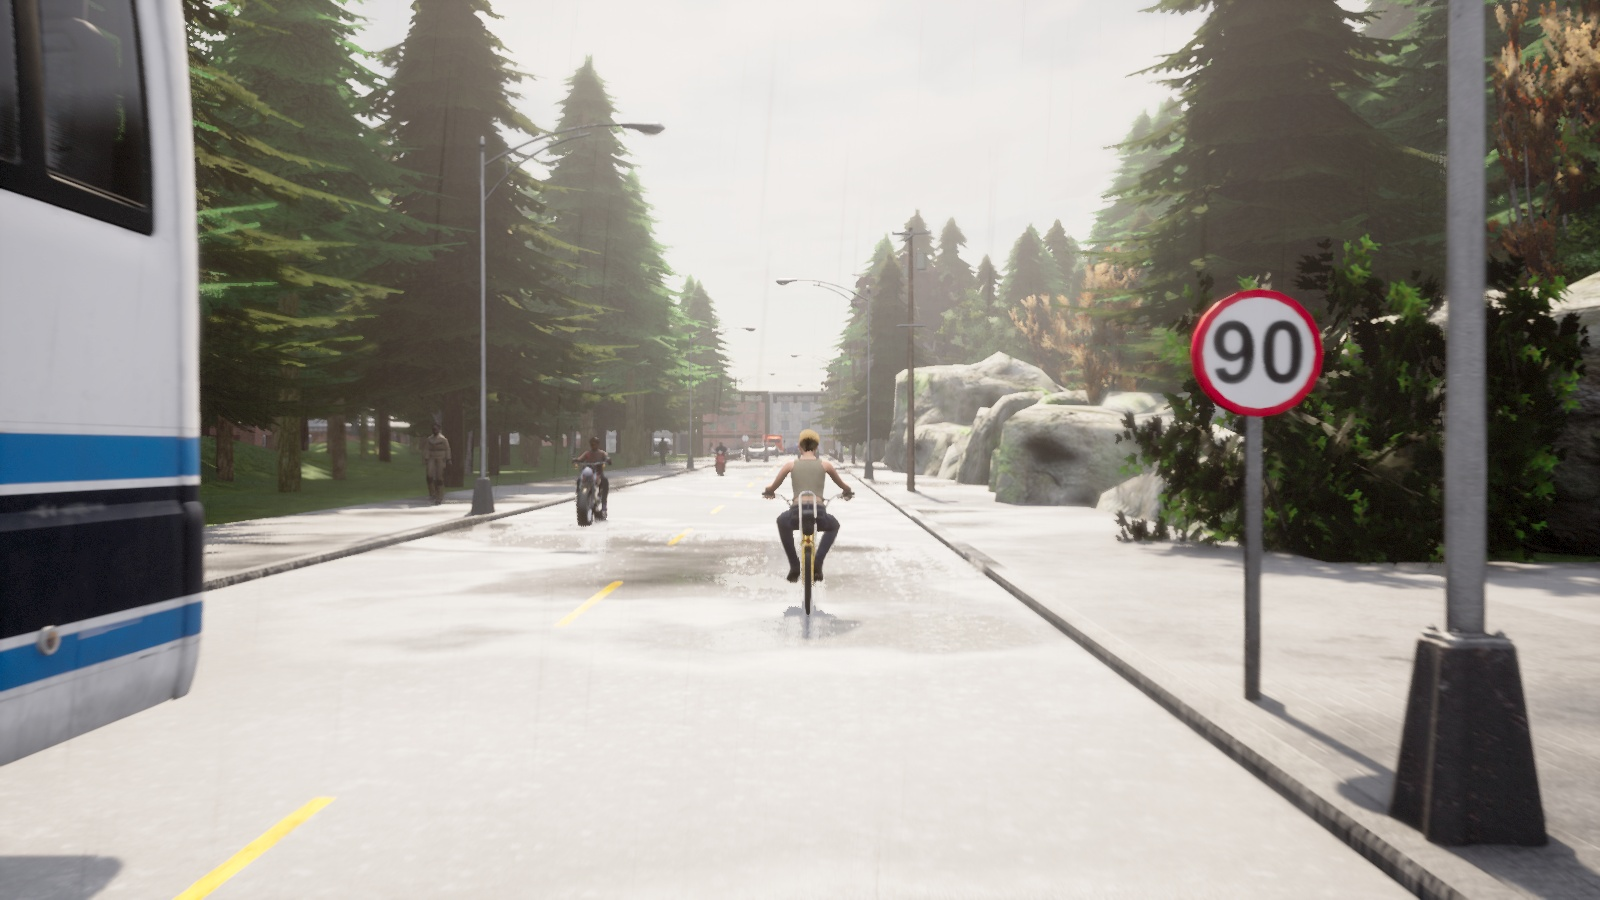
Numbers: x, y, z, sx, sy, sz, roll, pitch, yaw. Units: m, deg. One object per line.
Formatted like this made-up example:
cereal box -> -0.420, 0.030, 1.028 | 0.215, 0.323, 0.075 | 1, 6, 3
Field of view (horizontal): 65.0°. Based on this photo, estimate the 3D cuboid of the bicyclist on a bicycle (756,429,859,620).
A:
bicyclist on a bicycle -> 0.074, 0.622, 11.336 | 0.866, 1.612, 1.509 | 0, 0, 1

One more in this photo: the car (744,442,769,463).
car -> -3.330, 0.197, 97.053 | 1.789, 1.549, 3.705 | 0, 0, 0

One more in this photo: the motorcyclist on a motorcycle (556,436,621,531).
motorcyclist on a motorcycle -> -3.847, 0.569, 23.030 | 0.766, 1.649, 2.350 | 0, 0, 0

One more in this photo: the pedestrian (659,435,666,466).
pedestrian -> -8.463, 0.031, 77.283 | 0.353, 1.847, 0.614 | 0, 0, -1

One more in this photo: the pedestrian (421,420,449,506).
pedestrian -> -8.338, 0.294, 28.673 | 0.396, 1.930, 0.692 | 0, 0, 4

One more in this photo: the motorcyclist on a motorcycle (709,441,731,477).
motorcyclist on a motorcycle -> -3.611, 0.389, 56.898 | 0.866, 1.590, 1.817 | 0, 0, 0
